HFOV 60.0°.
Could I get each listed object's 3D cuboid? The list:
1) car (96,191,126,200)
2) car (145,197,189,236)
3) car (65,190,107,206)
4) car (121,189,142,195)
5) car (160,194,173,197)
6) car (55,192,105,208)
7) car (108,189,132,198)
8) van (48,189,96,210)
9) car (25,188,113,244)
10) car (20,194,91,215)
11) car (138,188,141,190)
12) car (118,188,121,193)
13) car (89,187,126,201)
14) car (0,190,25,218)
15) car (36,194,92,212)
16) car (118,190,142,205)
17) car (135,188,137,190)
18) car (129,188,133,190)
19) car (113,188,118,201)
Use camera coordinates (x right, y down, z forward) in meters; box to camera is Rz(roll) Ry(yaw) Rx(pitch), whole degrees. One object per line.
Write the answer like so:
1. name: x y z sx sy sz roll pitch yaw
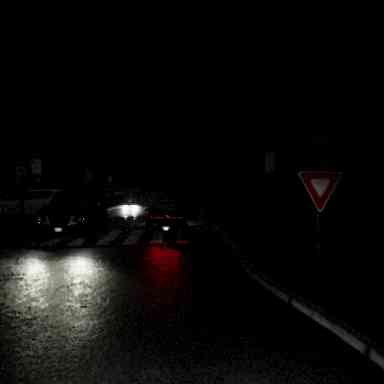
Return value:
1. car: -14.156 0.560 57.959 4.792 1.488 2.163 -1 1 -25
2. car: -1.232 1.227 16.379 1.837 1.490 4.892 0 1 -3
3. car: -12.713 0.685 39.982 4.553 1.767 2.185 -1 1 -25
4. car: -17.077 0.049 93.907 5.366 1.575 1.946 -1 1 -25
5. car: -2.743 0.955 35.601 2.033 1.411 5.357 0 1 -5
6. car: -12.418 0.859 36.996 5.008 1.535 2.097 -1 1 -25
7. car: -15.214 0.236 69.899 4.553 1.767 2.185 -1 1 -25
8. van: -12.276 0.685 33.948 4.442 1.987 1.878 -1 1 -25
9. car: -5.126 0.965 14.810 2.150 2.045 5.566 0 1 -6
10. car: -11.483 0.999 28.101 5.366 1.575 1.946 -1 1 -25
11. car: -16.725 0.131 87.849 4.892 1.521 2.231 -1 1 -25
12. car: -13.404 0.541 48.973 4.553 1.767 2.185 -1 1 -25
13. car: -13.912 0.323 54.963 5.566 2.045 2.435 -1 1 -25
14. car: -11.147 0.853 22.011 5.566 2.045 2.435 -1 1 -25
15. car: -11.917 0.997 31.016 4.674 1.452 2.002 -1 1 -25
16. car: -7.489 0.799 41.516 2.128 1.511 4.902 0 1 -5
17. car: -15.661 0.310 75.905 4.792 1.488 2.163 -1 1 -25
18. car: -14.265 0.481 61.017 5.366 1.575 1.946 -1 1 -25
19. car: -13.154 0.588 45.983 4.553 1.767 2.185 -1 1 -25
